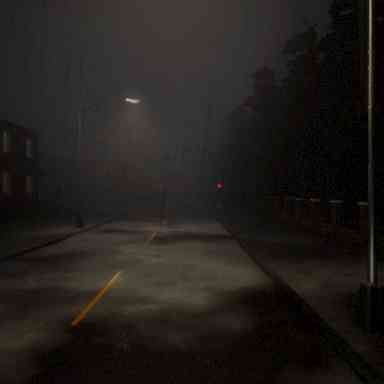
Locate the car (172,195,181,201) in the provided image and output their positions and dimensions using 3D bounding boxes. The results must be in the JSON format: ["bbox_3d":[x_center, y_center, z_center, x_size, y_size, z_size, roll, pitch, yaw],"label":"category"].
[{"bbox_3d":[-4.000,1.562,86.530,2.097,1.767,4.553,0,0,0],"label":"car"}]
